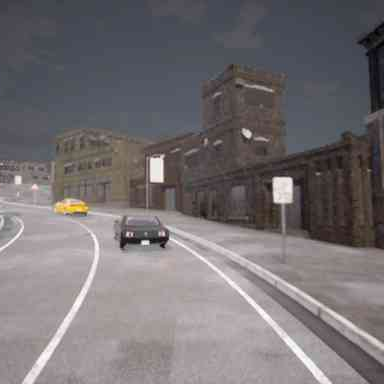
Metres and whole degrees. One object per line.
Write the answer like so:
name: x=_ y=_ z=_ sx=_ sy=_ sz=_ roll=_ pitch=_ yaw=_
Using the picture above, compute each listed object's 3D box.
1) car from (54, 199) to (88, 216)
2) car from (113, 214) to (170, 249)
car: x=-11.604 y=1.385 z=31.762 sx=1.882 sy=1.535 sz=5.008 roll=3 pitch=-1 yaw=-39
car: x=-2.391 y=1.609 z=14.593 sx=1.895 sy=1.301 sz=4.718 roll=1 pitch=0 yaw=-17
